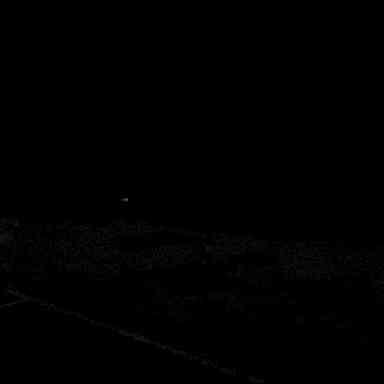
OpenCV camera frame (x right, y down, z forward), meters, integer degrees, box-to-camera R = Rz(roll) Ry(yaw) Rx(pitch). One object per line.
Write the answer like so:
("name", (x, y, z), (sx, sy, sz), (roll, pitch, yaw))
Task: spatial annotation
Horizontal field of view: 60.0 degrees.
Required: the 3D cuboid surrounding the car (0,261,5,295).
("car", (-5.451, 1.522, 6.844), (4.206, 1.307, 1.802), (1, 1, 35))
